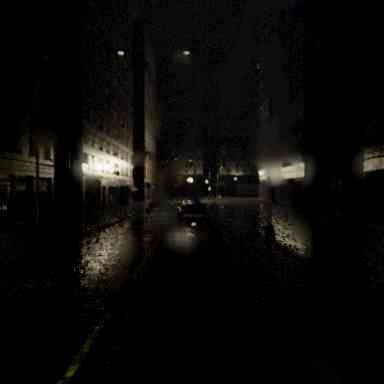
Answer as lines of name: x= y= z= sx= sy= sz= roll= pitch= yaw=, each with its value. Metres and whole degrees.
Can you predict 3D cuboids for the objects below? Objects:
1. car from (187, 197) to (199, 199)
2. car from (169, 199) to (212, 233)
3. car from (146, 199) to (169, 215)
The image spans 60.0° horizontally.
car: x=0.081 y=1.263 z=38.444 sx=2.033 sy=1.411 sz=5.357 roll=0 pitch=0 yaw=0
car: x=0.086 y=1.352 z=18.682 sx=2.128 sy=1.511 sz=4.902 roll=0 pitch=0 yaw=0
car: x=-3.112 y=1.333 z=31.142 sx=1.994 sy=1.385 sz=4.181 roll=0 pitch=0 yaw=0
